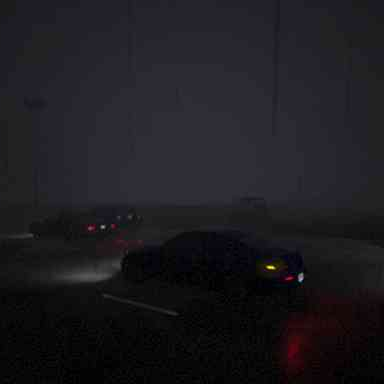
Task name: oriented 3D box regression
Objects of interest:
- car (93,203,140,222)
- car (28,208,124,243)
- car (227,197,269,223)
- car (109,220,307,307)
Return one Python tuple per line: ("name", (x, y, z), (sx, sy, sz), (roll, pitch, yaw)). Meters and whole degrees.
("car", (-5.374, 1.533, 20.731), (4.553, 1.767, 2.097), (-1, 0, 36))
("car", (-6.218, 1.711, 17.032), (5.357, 1.411, 2.033), (-1, 0, 36))
("car", (4.236, 1.335, 24.709), (1.905, 1.878, 3.866), (-1, 0, 36))
("car", (0.321, 1.574, 8.064), (4.674, 1.442, 1.812), (-1, 0, 36))
